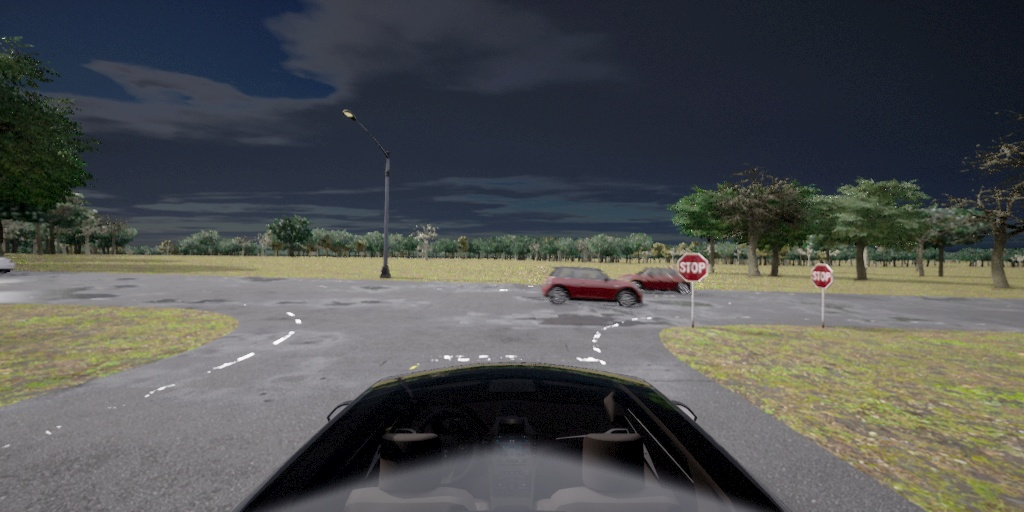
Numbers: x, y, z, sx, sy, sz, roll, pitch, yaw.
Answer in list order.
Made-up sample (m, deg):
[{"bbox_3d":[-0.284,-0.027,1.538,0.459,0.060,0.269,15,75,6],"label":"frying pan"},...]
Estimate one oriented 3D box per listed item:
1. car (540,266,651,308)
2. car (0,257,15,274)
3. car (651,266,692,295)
[{"bbox_3d":[3.662,1.324,16.752,4.553,1.767,2.097,2,0,0],"label":"car"},{"bbox_3d":[-36.002,0.473,23.740,4.674,1.442,1.812,1,1,0],"label":"car"},{"bbox_3d":[9.302,1.526,23.727,4.553,1.767,2.097,2,1,0],"label":"car"}]
